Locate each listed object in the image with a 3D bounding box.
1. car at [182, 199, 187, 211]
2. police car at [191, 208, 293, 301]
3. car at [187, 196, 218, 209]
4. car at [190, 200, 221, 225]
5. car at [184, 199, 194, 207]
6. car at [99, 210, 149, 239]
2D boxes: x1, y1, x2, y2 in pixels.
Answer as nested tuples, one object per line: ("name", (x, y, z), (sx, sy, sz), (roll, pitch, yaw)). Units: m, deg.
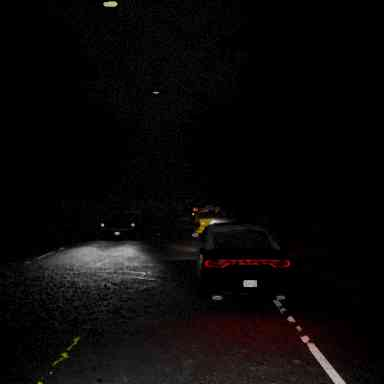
("car", (-0.309, 1.782, 45.327), (2.128, 1.511, 4.902), (0, -1, 0))
("police car", (1.040, 1.449, 8.566), (1.930, 1.638, 5.238), (0, 0, 0))
("car", (0.924, 1.317, 24.513), (2.150, 2.045, 5.566), (-1, 0, -1))
("car", (0.978, 1.517, 18.659), (1.801, 1.575, 5.366), (-1, 0, 0))
("car", (-0.580, 1.966, 59.412), (1.812, 1.442, 4.674), (0, -1, -1))
("car", (-3.561, 1.669, 18.028), (1.895, 1.301, 4.718), (0, 0, 0))
